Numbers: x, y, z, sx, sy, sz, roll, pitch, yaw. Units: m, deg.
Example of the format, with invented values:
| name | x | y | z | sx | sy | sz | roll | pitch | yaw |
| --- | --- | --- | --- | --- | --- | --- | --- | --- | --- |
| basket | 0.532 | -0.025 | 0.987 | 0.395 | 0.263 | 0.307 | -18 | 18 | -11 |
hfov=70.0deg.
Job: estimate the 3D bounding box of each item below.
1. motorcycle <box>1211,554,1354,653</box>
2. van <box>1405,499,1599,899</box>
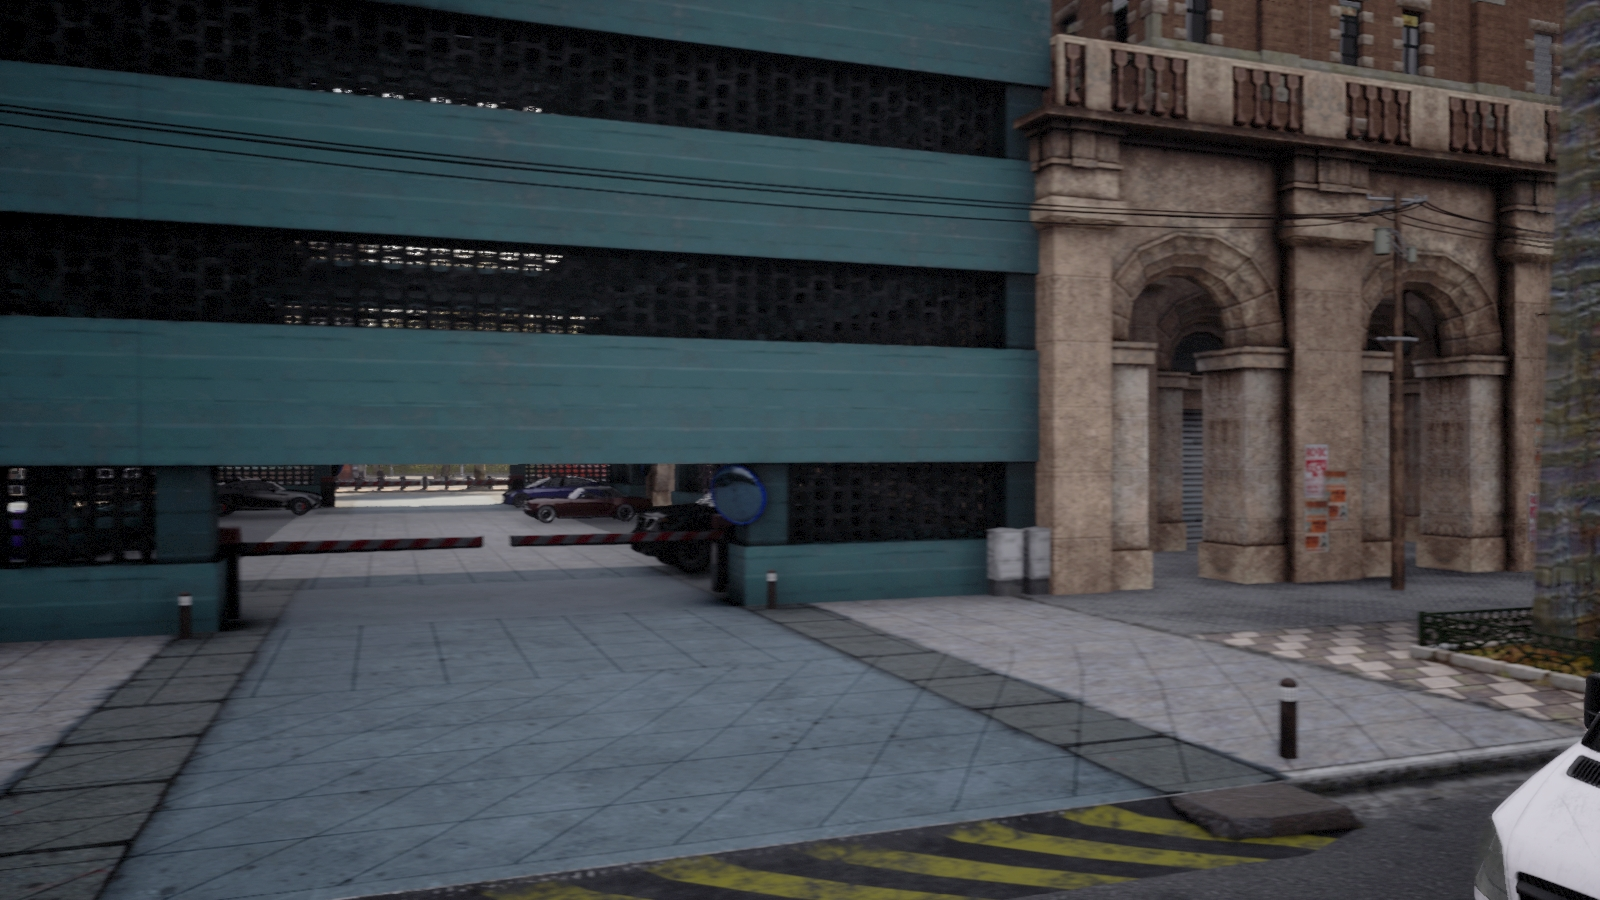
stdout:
| name | x | y | z | sx | sy | sz | roll | pitch | yaw |
| --- | --- | --- | --- | --- | --- | --- | --- | --- | --- |
| motorcycle | 6.958 | 2.179 | 16.481 | 1.805 | 1.236 | 0.856 | 0 | 0 | -20 |
| van | 5.980 | 1.532 | 5.479 | 5.915 | 2.561 | 1.988 | 0 | 0 | -20 |
